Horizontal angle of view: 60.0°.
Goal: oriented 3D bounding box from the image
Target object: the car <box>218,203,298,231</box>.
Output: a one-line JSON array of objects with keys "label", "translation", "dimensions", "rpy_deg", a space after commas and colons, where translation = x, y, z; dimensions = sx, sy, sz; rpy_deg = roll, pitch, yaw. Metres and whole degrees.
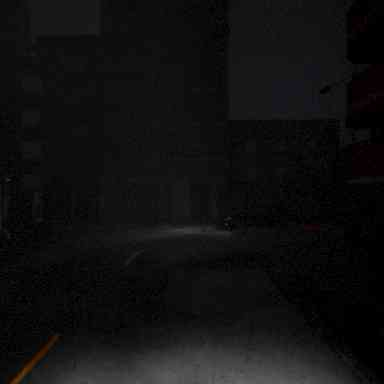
[{"label": "car", "translation": [4.028, 1.471, 20.408], "dimensions": [5.008, 1.535, 1.882], "rpy_deg": [0, -1, -15]}]
